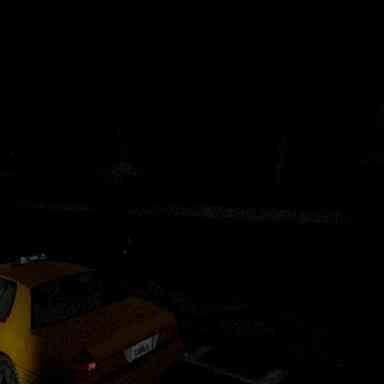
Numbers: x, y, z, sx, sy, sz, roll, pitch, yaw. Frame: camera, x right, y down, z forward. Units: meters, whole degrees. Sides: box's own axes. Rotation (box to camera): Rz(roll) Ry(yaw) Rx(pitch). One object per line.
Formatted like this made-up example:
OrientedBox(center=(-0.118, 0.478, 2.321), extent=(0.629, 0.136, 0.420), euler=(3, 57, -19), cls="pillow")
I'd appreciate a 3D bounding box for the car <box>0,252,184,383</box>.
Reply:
OrientedBox(center=(-2.375, 1.525, 4.660), extent=(4.829, 1.417, 1.752), euler=(0, 0, 36), cls="car")
